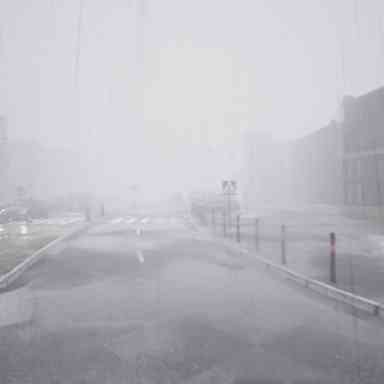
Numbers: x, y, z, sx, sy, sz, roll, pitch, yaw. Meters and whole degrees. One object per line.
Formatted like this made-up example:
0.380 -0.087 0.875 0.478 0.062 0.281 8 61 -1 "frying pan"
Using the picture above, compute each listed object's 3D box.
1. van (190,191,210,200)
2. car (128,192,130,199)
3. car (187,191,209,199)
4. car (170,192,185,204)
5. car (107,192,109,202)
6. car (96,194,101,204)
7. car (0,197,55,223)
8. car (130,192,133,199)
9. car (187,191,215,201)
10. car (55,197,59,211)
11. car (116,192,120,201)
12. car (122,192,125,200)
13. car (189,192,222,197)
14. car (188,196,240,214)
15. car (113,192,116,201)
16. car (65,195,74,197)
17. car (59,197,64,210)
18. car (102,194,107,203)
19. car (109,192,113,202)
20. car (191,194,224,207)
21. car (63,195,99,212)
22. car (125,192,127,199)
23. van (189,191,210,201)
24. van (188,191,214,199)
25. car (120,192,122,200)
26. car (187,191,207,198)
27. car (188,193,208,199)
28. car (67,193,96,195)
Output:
1.773 0.836 74.186 4.442 1.987 1.878 -1 0 -1 "van"
-18.681 1.265 83.765 4.674 1.452 2.002 -1 0 -1 "car"
1.454 0.737 85.301 5.566 2.045 2.435 -1 0 -1 "car"
-2.693 1.000 57.335 2.150 2.045 5.566 -1 1 -1 "car"
-18.356 1.256 61.711 4.553 1.767 2.185 -1 1 -1 "car"
-18.003 1.451 53.445 5.366 1.575 1.946 -1 1 -1 "car"
-13.383 1.470 26.885 2.097 1.767 4.553 -1 0 2 "car"
-18.914 1.210 86.520 5.366 1.575 1.946 -1 0 -1 "car"
1.770 0.855 68.628 5.566 2.045 2.435 -1 0 -1 "car"
-17.923 1.593 36.898 5.008 1.535 2.097 -1 0 -1 "car"
-18.453 1.316 69.983 4.892 1.521 2.231 -1 0 -1 "car"
-18.543 1.277 75.496 4.892 1.521 2.231 -1 0 -1 "car"
2.251 1.258 38.057 4.553 1.767 2.185 -1 0 -1 "car"
2.276 1.436 32.622 4.792 1.488 2.163 -1 0 -1 "car"
-18.384 1.210 67.226 4.553 1.767 2.185 -1 0 -1 "car"
-18.059 1.535 45.172 4.892 1.521 2.231 -1 0 -1 "car"
-17.960 1.614 39.654 4.674 1.452 2.002 -1 0 -1 "car"
-18.284 1.406 58.956 5.008 1.535 2.097 -1 1 -1 "car"
-18.401 1.233 64.467 4.553 1.767 2.185 -1 0 -1 "car"
2.121 1.191 46.400 4.553 1.767 2.185 -1 1 -1 "car"
-13.412 1.529 40.577 2.128 1.511 4.902 -1 1 -1 "car"
-18.588 1.259 78.252 4.892 1.521 2.231 -1 0 -1 "car"
1.582 0.859 71.406 4.442 1.987 1.878 -1 0 -1 "van"
2.057 1.142 40.961 4.442 1.987 1.878 -1 0 -1 "van"
-18.498 1.295 72.740 4.892 1.521 2.231 -1 0 -1 "car"
1.325 0.694 93.634 5.566 2.045 2.435 -1 0 -1 "car"
1.522 1.007 82.522 4.892 1.521 2.231 -1 0 -1 "car"
-18.174 1.231 50.682 5.566 2.045 2.435 -1 1 -1 "car"
